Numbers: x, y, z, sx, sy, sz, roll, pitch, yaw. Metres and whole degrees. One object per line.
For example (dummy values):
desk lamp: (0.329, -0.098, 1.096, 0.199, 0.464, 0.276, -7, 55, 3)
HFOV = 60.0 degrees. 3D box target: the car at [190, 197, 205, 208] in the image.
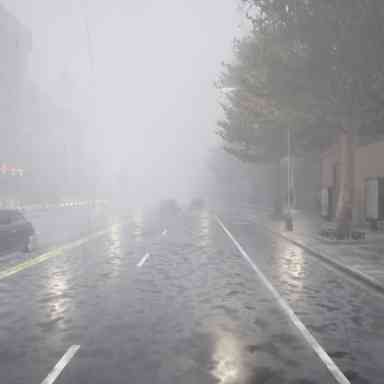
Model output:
car: (0.740, 1.505, 47.427, 1.837, 1.490, 4.892, 0, 0, 1)

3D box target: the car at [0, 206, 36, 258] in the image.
car: (-6.950, 1.351, 10.622, 2.097, 1.767, 4.553, 0, 0, 1)

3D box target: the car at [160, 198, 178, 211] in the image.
car: (-2.849, 1.504, 40.734, 1.837, 1.490, 4.892, 0, 0, 1)
